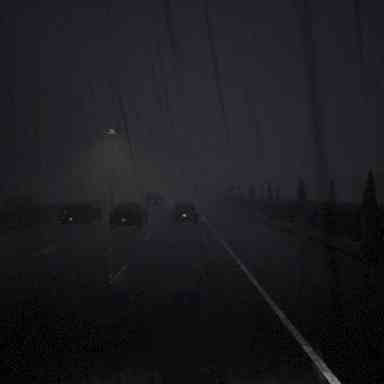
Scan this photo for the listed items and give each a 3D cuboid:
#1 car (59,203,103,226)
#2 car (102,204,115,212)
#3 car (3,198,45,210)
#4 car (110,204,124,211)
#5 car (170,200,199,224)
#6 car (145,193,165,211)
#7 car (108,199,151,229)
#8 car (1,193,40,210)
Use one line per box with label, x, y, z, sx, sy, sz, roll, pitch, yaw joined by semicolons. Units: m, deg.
car;-7.522;1.464;22.908;2.128;1.511;4.902;0;0;-2
car;-19.695;3.834;78.514;2.097;1.767;4.553;0;-6;-2
car;-14.935;1.542;30.437;1.994;1.385;4.181;0;0;-2
car;-15.984;3.303;71.051;1.895;1.301;4.718;0;-6;-2
car;-0.552;1.515;24.056;1.994;1.385;4.181;0;0;-2
car;-4.505;1.148;39.989;2.150;2.045;5.566;0;0;-2
car;-3.981;1.443;21.489;1.882;1.535;5.008;0;0;-2
car;-18.609;1.195;36.640;2.150;2.045;5.566;0;0;-2
